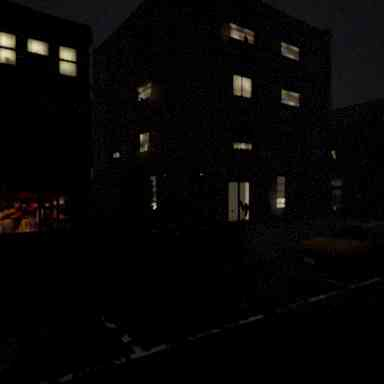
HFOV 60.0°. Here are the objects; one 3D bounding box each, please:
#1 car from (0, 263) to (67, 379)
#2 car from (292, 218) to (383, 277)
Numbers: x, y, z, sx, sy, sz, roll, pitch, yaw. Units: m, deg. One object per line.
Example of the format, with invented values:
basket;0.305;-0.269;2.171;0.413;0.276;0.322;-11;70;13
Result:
car;-3.795;1.553;3.854;4.403;1.369;2.008;0;0;-36
car;5.056;1.498;10.177;4.829;1.417;1.752;0;0;-36
